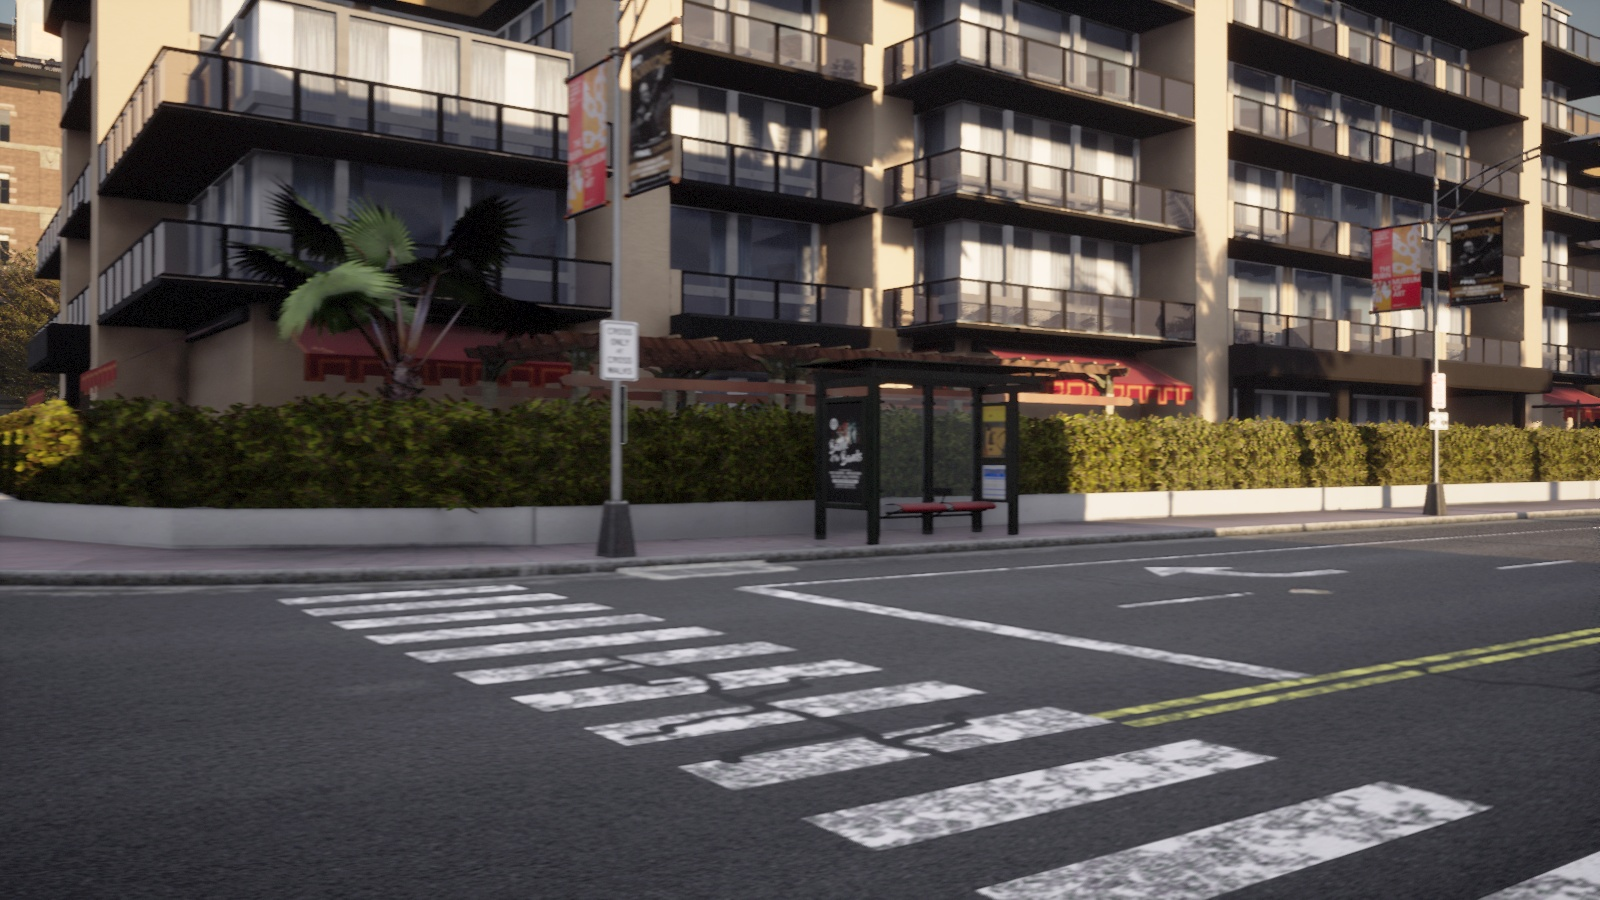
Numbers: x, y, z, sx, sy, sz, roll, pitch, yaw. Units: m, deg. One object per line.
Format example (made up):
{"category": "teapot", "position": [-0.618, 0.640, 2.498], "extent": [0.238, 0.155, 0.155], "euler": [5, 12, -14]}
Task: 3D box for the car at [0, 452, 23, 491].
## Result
{"category": "car", "position": [-34.637, 0.881, 50.748], "extent": [5.366, 1.575, 1.801], "euler": [0, 0, -36]}
